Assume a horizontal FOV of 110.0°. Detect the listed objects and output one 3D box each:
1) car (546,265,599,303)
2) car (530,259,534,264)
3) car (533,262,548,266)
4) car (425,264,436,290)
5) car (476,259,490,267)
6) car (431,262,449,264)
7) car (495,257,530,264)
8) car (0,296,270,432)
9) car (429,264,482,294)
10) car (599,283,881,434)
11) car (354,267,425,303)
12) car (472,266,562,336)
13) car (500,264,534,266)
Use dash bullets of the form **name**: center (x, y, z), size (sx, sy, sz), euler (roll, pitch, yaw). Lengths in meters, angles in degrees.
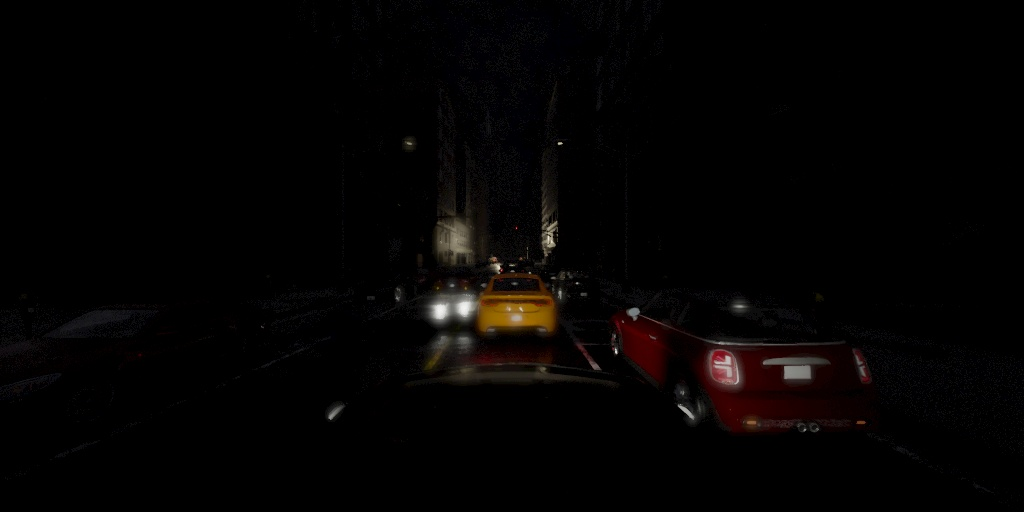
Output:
- **car**: center (2.885, 1.301, 16.529), size (2.007, 1.370, 4.403), euler (0, 0, 0)
- **car**: center (3.012, 1.232, 64.621), size (1.967, 1.591, 4.097), euler (0, 0, 0)
- **car**: center (2.906, 1.319, 27.532), size (1.948, 1.339, 4.313), euler (0, 0, 0)
- **car**: center (-5.630, 1.334, 22.047), size (1.802, 1.307, 4.207), euler (0, 0, 0)
- **car**: center (-5.513, 1.375, 64.650), size (1.802, 1.307, 4.207), euler (0, 0, 0)
- **car**: center (-5.619, 1.193, 27.548), size (1.967, 1.591, 4.097), euler (0, 0, 0)
- **car**: center (0.080, 1.105, 28.135), size (2.097, 1.767, 4.553), euler (0, 0, 1)
- **car**: center (-5.661, 1.332, 5.543), size (1.802, 1.307, 4.207), euler (0, 0, 0)
- **car**: center (-3.036, 1.315, 20.169), size (1.994, 1.385, 4.181), euler (0, 0, 0)
- **car**: center (2.864, 1.190, 5.526), size (1.967, 1.591, 4.097), euler (0, 0, 0)
- **car**: center (-5.640, 1.317, 16.546), size (1.948, 1.339, 4.313), euler (0, 0, 0)
- **car**: center (0.114, 1.228, 10.414), size (1.882, 1.535, 5.008), euler (0, 0, 0)
- **car**: center (0.135, 1.315, 19.403), size (1.994, 1.385, 4.181), euler (0, 0, 0)
